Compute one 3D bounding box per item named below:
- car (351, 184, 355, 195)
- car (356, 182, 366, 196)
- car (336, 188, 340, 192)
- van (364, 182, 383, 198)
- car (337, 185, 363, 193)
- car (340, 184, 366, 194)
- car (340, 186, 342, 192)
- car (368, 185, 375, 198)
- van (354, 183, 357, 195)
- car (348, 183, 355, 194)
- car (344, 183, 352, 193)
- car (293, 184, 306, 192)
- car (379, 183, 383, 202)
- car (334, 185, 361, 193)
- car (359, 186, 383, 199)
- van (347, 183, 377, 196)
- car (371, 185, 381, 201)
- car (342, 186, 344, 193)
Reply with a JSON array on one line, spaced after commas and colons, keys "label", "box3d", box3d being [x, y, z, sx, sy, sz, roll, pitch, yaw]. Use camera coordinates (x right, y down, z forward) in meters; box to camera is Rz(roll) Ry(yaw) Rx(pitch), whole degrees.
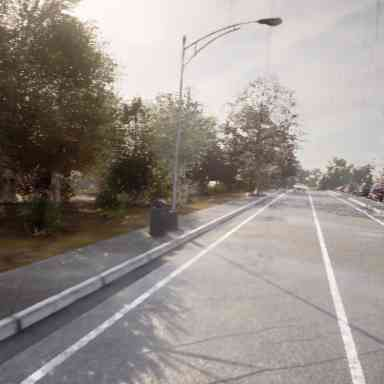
[{"label": "car", "box3d": [26.480, 0.001, 48.710, 4.674, 1.452, 2.002, 4, 2, 19]}, {"label": "car", "box3d": [23.816, -0.082, 40.832, 5.566, 2.045, 2.435, 4, 3, 19]}, {"label": "car", "box3d": [32.778, -0.737, 67.082, 5.566, 2.045, 2.435, 4, 2, 19]}, {"label": "van", "box3d": [22.774, 0.043, 38.257, 4.442, 1.987, 1.878, 4, 3, 19]}, {"label": "car", "box3d": [35.501, -0.649, 74.949, 4.892, 1.521, 2.231, 4, 2, 19]}, {"label": "car", "box3d": [33.729, -0.669, 69.689, 4.553, 1.767, 2.185, 4, 2, 19]}, {"label": "car", "box3d": [31.917, -0.390, 64.450, 4.792, 1.488, 2.163, 4, 2, 19]}, {"label": "car", "box3d": [21.971, 0.424, 35.611, 4.674, 1.452, 2.002, 4, 3, 19]}, {"label": "van", "box3d": [25.478, -0.207, 46.113, 4.442, 1.987, 1.878, 4, 2, 19]}, {"label": "car", "box3d": [27.352, -0.075, 51.347, 4.792, 1.488, 2.163, 4, 2, 19]}, {"label": "car", "box3d": [29.190, -0.230, 56.582, 5.008, 1.535, 2.097, 4, 2, 19]}, {"label": "car", "box3d": [19.504, -0.796, 60.129, 1.812, 1.442, 4.674, 4, 2, 19]}, {"label": "car", "box3d": [20.138, 0.473, 30.367, 4.553, 1.767, 2.185, 4, 3, 19]}, {"label": "car", "box3d": [36.219, -0.704, 77.629, 5.366, 1.575, 1.946, 4, 2, 19]}, {"label": "car", "box3d": [24.699, 0.120, 43.446, 4.792, 1.488, 2.163, 4, 3, 19]}, {"label": "van", "box3d": [30.208, -0.512, 59.162, 4.442, 1.987, 1.878, 4, 2, 19]}, {"label": "car", "box3d": [21.061, 0.491, 32.989, 5.008, 1.535, 2.097, 4, 3, 19]}, {"label": "car", "box3d": [30.990, -0.317, 61.835, 4.674, 1.452, 2.002, 4, 2, 19]}]
